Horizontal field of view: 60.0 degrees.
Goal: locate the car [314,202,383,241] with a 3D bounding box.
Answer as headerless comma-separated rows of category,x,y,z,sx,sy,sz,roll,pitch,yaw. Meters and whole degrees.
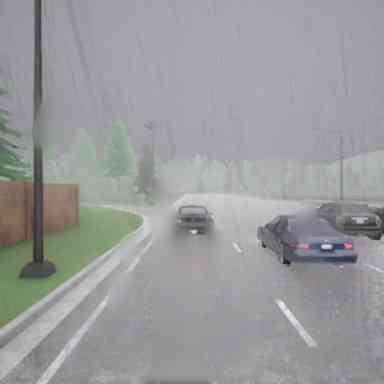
car,7.091,1.258,16.142,2.097,1.767,4.553,0,0,0

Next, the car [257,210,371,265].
car,3.582,1.482,11.340,2.033,1.411,5.357,0,0,0

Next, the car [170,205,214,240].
car,-0.011,1.410,16.448,1.837,1.490,4.892,0,0,-2
